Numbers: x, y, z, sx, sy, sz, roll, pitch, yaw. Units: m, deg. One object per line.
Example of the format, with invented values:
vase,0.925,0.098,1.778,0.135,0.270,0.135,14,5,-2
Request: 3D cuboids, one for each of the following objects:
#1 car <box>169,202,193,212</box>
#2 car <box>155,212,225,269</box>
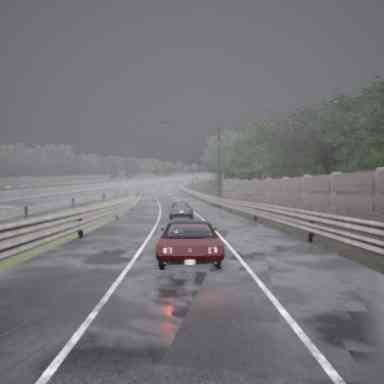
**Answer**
car,-0.957,1.500,27.974,1.994,1.385,4.181,0,0,-4
car,-0.104,1.575,11.070,1.895,1.301,4.718,0,0,-2
